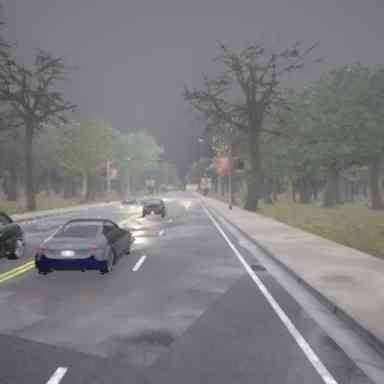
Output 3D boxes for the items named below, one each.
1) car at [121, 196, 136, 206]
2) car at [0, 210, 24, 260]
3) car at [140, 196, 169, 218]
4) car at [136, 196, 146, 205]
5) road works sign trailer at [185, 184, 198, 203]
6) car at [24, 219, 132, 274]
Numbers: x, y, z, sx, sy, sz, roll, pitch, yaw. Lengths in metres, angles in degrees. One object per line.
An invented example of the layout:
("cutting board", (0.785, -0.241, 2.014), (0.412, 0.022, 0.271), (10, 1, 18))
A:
("car", (-9.821, 1.360, 52.162), (1.837, 1.490, 4.892), (0, 0, 0))
("car", (-6.600, 1.313, 9.129), (2.097, 1.767, 4.553), (0, 0, 0))
("car", (-3.149, 1.390, 28.878), (1.837, 1.490, 4.892), (0, 0, 0))
("car", (-6.582, 1.349, 50.075), (2.128, 1.511, 4.902), (0, 0, 0))
("road works sign trailer", (-0.027, 0.309, 62.332), (2.380, 3.560, 2.880), (0, 0, 0))
("car", (-3.148, 1.520, 10.437), (1.994, 1.385, 4.181), (0, 0, 0))
